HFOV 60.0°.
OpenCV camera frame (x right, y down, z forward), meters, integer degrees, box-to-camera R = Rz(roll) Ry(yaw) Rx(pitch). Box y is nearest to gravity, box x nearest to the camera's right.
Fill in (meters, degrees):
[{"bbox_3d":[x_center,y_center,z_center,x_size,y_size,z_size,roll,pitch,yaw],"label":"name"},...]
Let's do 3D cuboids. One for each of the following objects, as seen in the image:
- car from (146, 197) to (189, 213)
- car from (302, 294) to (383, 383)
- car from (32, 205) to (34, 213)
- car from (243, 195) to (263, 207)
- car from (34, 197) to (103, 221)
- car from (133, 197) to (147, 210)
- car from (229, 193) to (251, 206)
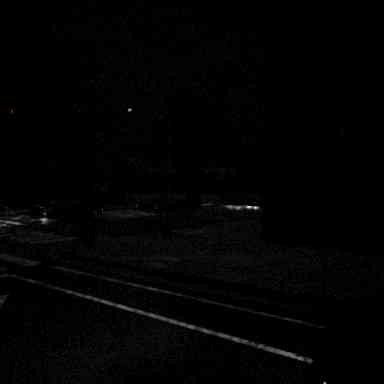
[{"bbox_3d":[-2.261,1.413,36.372,2.128,1.511,4.902,3,1,36],"label":"car"},{"bbox_3d":[3.265,1.216,1.232,5.566,2.045,2.150,0,0,36],"label":"car"},{"bbox_3d":[-11.397,1.229,29.218,1.882,1.535,5.008,3,1,36],"label":"car"},{"bbox_3d":[10.650,1.625,54.212,1.994,1.385,4.181,3,1,36],"label":"car"},{"bbox_3d":[-9.395,1.354,26.441,2.128,1.511,4.902,3,1,36],"label":"car"},{"bbox_3d":[-4.664,1.297,38.593,2.128,1.511,4.902,3,1,36],"label":"car"},{"bbox_3d":[8.365,1.172,56.564,2.150,2.045,5.566,3,1,36],"label":"car"}]
